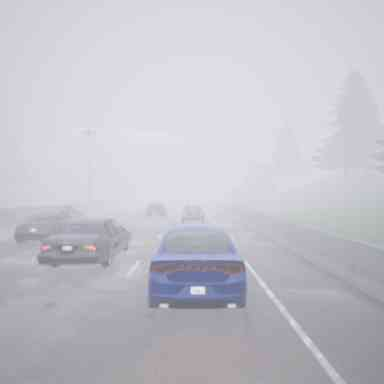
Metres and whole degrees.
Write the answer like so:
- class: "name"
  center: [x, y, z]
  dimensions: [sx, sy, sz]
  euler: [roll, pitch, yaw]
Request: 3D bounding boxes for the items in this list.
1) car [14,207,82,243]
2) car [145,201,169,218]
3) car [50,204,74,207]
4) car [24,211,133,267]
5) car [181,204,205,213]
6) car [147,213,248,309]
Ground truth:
- class: "car"
  center: [-6.902, 1.644, 16.466]
  dimensions: [1.994, 1.385, 4.181]
  euler: [0, 0, 0]
- class: "car"
  center: [-3.406, 1.682, 32.597]
  dimensions: [1.837, 1.490, 4.892]
  euler: [0, 0, 0]
- class: "car"
  center: [-10.405, 1.692, 26.761]
  dimensions: [2.033, 1.411, 5.357]
  euler: [0, 0, 0]
- class: "car"
  center: [-3.401, 1.597, 11.581]
  dimensions: [2.033, 1.411, 5.357]
  euler: [0, 0, 0]
- class: "car"
  center: [0.096, 1.688, 26.776]
  dimensions: [2.033, 1.411, 5.357]
  euler: [0, 0, 0]
- class: "car"
  center: [0.100, 1.506, 8.025]
  dimensions: [1.882, 1.535, 5.008]
  euler: [0, 0, 0]
